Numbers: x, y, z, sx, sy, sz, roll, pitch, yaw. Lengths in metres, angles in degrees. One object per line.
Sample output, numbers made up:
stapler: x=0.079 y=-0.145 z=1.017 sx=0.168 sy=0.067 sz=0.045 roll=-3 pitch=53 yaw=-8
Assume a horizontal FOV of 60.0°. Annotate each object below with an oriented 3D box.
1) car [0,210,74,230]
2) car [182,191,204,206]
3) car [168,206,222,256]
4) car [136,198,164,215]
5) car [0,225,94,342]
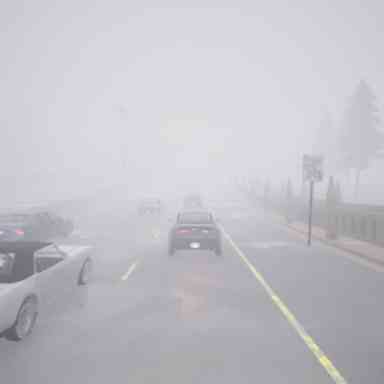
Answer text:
car: x=-6.898 y=1.506 z=14.547 sx=2.033 sy=1.411 sz=5.357 roll=0 pitch=0 yaw=0
car: x=0.092 y=0.678 z=32.905 sx=1.837 sy=1.490 sz=4.892 roll=0 pitch=5 yaw=0
car: x=0.102 y=1.469 z=12.982 sx=1.837 sy=1.490 sz=4.892 roll=0 pitch=0 yaw=0
car: x=-3.397 y=1.123 z=28.008 sx=1.895 sy=1.301 sz=4.718 roll=0 pitch=3 yaw=0
car: x=-3.399 y=1.584 z=6.382 sx=1.895 sy=1.301 sz=4.718 roll=0 pitch=0 yaw=0
